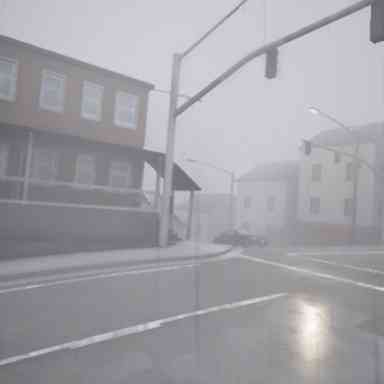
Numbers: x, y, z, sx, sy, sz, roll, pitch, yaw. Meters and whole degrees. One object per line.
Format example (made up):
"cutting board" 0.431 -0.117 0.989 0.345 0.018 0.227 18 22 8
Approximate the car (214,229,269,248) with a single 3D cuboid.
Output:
"car" 3.555 3.487 24.861 1.812 1.442 4.674 6 -12 -35
